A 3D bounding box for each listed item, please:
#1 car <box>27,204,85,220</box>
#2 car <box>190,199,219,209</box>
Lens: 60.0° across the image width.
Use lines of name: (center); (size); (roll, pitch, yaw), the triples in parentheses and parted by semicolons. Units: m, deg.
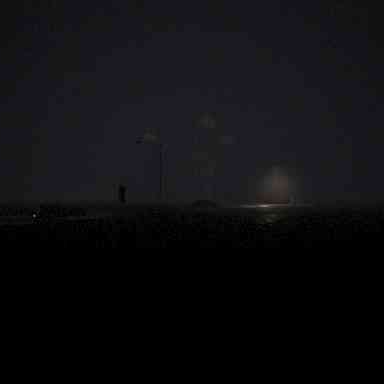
car: (-11.951, 1.699, 29.753); (1.895, 1.301, 4.718); (1, 0, 36)
car: (1.906, 1.767, 49.161); (2.033, 1.411, 5.357); (1, 0, 35)
